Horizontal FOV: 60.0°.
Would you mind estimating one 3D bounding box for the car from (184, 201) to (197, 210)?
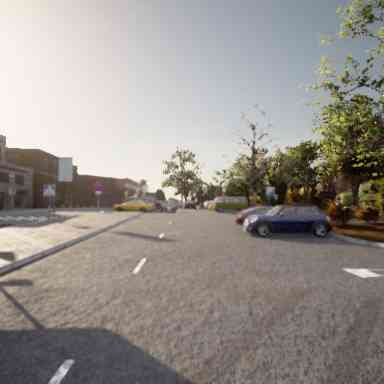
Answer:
[{"bbox_3d":[-0.258,2.327,58.831,1.837,1.490,4.892,0,-1,0],"label":"car"}]

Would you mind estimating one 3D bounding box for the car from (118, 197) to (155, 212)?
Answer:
[{"bbox_3d":[-7.358,1.732,45.775,4.553,1.767,2.185,0,-1,0],"label":"car"}]

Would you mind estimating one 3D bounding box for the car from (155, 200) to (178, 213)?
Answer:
[{"bbox_3d":[-3.047,1.800,41.197,2.128,1.511,4.902,0,-1,-9],"label":"car"}]

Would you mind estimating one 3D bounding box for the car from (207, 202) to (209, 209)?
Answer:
[{"bbox_3d":[5.070,1.926,45.105,5.366,1.575,1.946,0,-1,0],"label":"car"}]

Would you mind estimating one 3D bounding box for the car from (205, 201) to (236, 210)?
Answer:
[{"bbox_3d":[4.770,2.247,56.268,4.892,1.521,2.231,0,-2,-1],"label":"car"}]

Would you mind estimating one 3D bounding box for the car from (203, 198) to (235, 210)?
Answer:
[{"bbox_3d":[4.714,2.087,58.944,5.566,2.045,2.435,0,-2,-1],"label":"car"}]

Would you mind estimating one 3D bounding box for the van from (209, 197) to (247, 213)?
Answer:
[{"bbox_3d":[4.793,1.640,42.314,4.442,1.987,1.878,0,-1,0],"label":"van"}]

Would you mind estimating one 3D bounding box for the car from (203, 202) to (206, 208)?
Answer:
[{"bbox_3d":[4.786,1.901,53.485,5.566,2.045,2.435,0,-2,-1],"label":"car"}]

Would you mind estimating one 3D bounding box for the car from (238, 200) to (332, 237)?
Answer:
[{"bbox_3d":[5.127,1.482,18.348,4.553,1.767,2.185,0,0,0],"label":"car"}]

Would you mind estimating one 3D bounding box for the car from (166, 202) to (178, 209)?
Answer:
[{"bbox_3d":[-3.628,2.460,60.754,1.994,1.385,4.181,0,-2,-1],"label":"car"}]

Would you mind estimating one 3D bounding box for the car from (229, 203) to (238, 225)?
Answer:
[{"bbox_3d":[5.054,1.664,21.517,4.674,1.452,2.002,0,0,0],"label":"car"}]

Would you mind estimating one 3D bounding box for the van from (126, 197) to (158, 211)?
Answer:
[{"bbox_3d":[-7.298,1.712,48.814,4.442,1.987,1.878,0,-2,0],"label":"van"}]

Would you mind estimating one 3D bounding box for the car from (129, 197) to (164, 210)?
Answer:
[{"bbox_3d":[-7.446,1.866,55.004,5.566,2.045,2.435,0,-2,-1],"label":"car"}]
